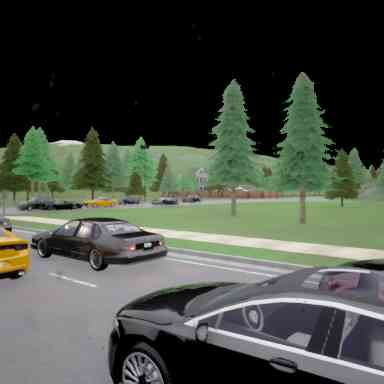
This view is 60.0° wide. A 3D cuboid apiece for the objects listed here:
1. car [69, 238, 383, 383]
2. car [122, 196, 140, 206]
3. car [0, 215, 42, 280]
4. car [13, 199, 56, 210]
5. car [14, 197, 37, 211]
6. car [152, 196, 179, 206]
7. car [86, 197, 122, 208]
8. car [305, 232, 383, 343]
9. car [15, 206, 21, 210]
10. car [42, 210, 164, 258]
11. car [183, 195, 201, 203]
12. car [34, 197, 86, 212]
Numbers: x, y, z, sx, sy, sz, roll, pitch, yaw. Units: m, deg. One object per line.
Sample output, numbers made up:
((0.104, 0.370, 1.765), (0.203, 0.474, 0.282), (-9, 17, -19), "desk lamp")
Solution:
((1.230, 1.491, 3.073), (4.902, 1.511, 2.128), (0, 0, 38), "car")
((-10.948, 1.486, 55.615), (2.128, 1.511, 4.902), (0, 0, 39), "car")
((-6.241, 1.476, 8.854), (5.008, 1.535, 1.882), (0, 0, 38), "car")
((-20.549, 1.595, 43.545), (1.895, 1.301, 4.718), (0, 0, 38), "car")
((-18.662, 1.347, 40.295), (2.097, 1.767, 4.553), (0, 0, 38), "car")
((-4.332, 1.521, 52.674), (1.812, 1.442, 4.674), (0, 0, 38), "car")
((-13.004, 1.472, 47.413), (1.882, 1.535, 5.008), (0, 0, 38), "car")
((4.196, 1.564, 5.194), (4.181, 1.385, 1.994), (0, 0, 38), "car")
((-11.219, 1.545, 17.090), (5.357, 1.411, 2.033), (0, 0, 38), "car")
((-3.233, 1.546, 10.949), (5.357, 1.411, 2.033), (0, 0, 38), "car")
((-0.091, 1.345, 69.129), (2.097, 1.767, 4.553), (0, 0, 39), "car")
((-15.348, 1.596, 38.838), (1.895, 1.301, 4.718), (0, 0, 38), "car")
